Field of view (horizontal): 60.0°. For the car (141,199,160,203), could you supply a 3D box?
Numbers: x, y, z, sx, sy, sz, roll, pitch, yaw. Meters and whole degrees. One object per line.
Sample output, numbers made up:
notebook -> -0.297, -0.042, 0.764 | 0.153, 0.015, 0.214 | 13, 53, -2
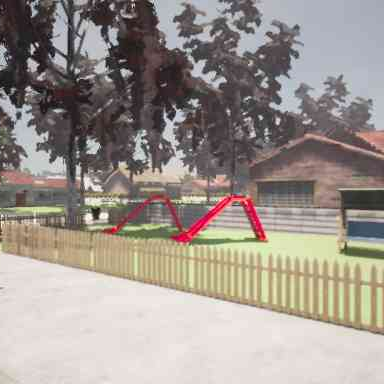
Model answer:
car -> -5.085, 1.552, 39.760 | 1.994, 1.385, 4.181 | 0, 0, 36

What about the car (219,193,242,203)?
car -> 6.661, 1.248, 56.081 | 2.150, 2.045, 5.566 | 0, 0, 35
